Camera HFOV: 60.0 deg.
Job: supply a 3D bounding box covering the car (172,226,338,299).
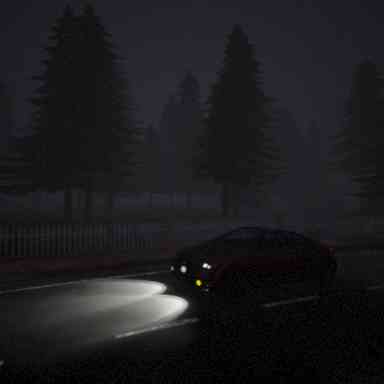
[{"bbox_3d":[1.610,1.587,8.419,4.181,1.385,1.994,1,0,-26],"label":"car"}]
